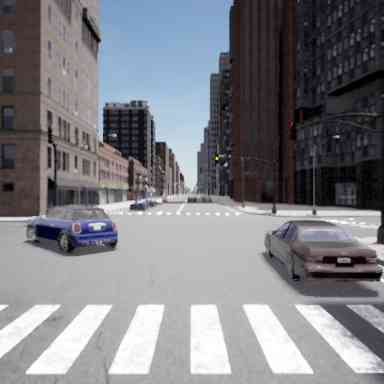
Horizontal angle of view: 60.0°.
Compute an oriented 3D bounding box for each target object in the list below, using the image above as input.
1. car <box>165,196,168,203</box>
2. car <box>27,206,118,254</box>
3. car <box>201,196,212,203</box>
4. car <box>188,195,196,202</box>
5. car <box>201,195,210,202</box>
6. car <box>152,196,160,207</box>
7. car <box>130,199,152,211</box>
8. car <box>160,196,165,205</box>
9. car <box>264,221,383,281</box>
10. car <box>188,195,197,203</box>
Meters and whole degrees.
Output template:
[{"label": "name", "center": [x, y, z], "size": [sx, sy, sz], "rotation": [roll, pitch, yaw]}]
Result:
[{"label": "car", "center": [-6.478, 1.548, 73.610], "size": [1.882, 1.535, 5.008], "rotation": [0, 0, 0]}, {"label": "car", "center": [-5.128, 1.355, 14.012], "size": [4.553, 1.767, 2.097], "rotation": [1, 0, 43]}, {"label": "car", "center": [3.271, 1.638, 71.870], "size": [2.128, 1.511, 4.902], "rotation": [0, 0, 0]}, {"label": "car", "center": [0.025, 1.573, 82.290], "size": [1.882, 1.535, 5.008], "rotation": [0, 0, 0]}, {"label": "car", "center": [3.274, 1.620, 82.290], "size": [2.128, 1.511, 4.902], "rotation": [0, 0, 0]}, {"label": "car", "center": [-6.536, 1.687, 51.665], "size": [1.895, 1.301, 4.718], "rotation": [0, 0, 0]}, {"label": "car", "center": [-6.555, 1.670, 41.838], "size": [1.895, 1.301, 4.718], "rotation": [0, 0, 0]}, {"label": "car", "center": [-6.517, 1.627, 61.572], "size": [1.812, 1.442, 4.674], "rotation": [0, 0, 1]}, {"label": "car", "center": [3.479, 1.563, 9.883], "size": [2.033, 1.411, 5.357], "rotation": [0, 0, 2]}, {"label": "car", "center": [0.021, 1.590, 71.871], "size": [1.882, 1.535, 5.008], "rotation": [0, 0, 0]}]
